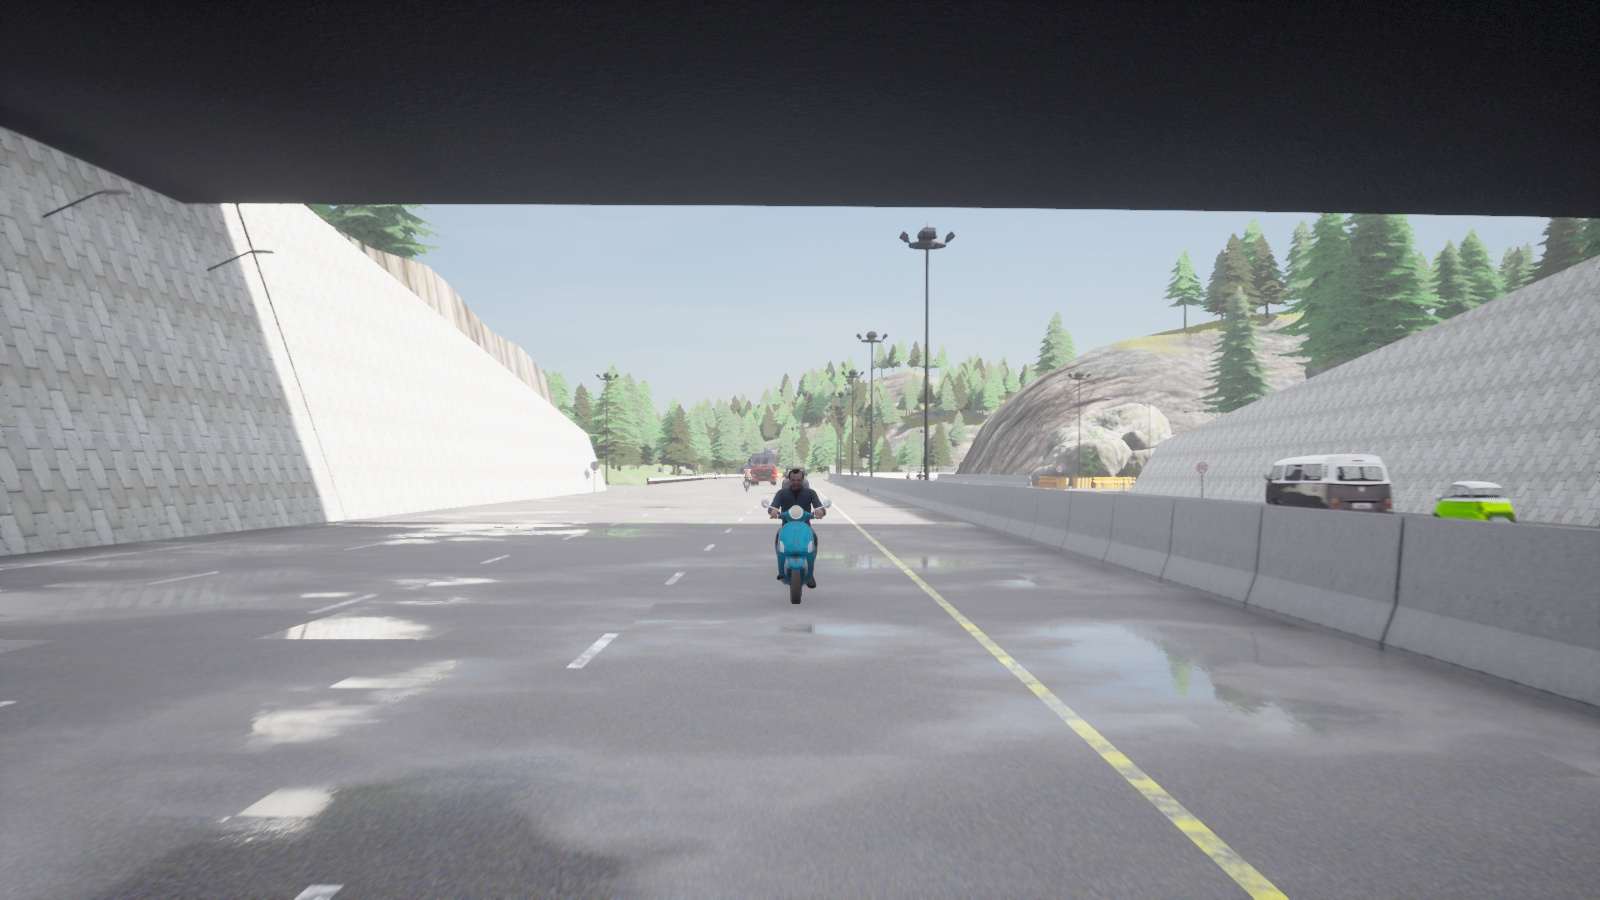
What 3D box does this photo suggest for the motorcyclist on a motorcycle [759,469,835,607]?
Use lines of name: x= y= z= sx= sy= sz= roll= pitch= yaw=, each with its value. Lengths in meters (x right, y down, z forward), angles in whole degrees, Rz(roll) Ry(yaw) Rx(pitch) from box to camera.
motorcyclist on a motorcycle: x=-0.039 y=1.026 z=15.396 sx=0.866 sy=1.590 sz=1.817 roll=0 pitch=-1 yaw=0

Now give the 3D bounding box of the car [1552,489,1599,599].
car: x=10.467 y=1.099 z=13.512 sx=1.895 sy=1.301 sz=4.718 roll=0 pitch=-1 yaw=0

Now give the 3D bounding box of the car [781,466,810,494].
car: x=-0.288 y=2.049 z=85.865 sx=1.905 sy=1.878 sz=3.866 roll=0 pitch=-1 yaw=0

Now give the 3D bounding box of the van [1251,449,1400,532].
van: x=13.897 y=1.043 z=33.509 sx=2.069 sy=2.038 sz=4.480 roll=0 pitch=-1 yaw=0

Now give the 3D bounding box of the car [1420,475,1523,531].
car: x=17.402 y=1.346 z=32.636 sx=1.481 sy=1.376 sz=2.207 roll=0 pitch=-1 yaw=0
